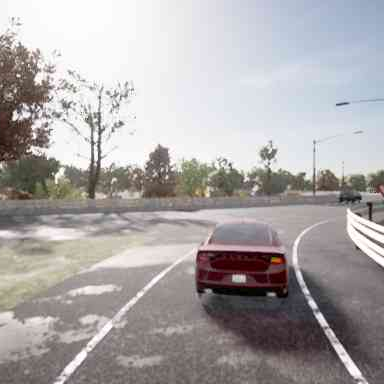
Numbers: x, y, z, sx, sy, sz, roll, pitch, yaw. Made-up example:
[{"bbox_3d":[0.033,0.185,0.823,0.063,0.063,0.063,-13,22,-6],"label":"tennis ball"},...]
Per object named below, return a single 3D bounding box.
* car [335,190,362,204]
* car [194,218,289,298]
[{"bbox_3d":[24.399,0.681,51.216,2.150,2.045,5.566,1,1,41],"label":"car"},{"bbox_3d":[1.319,1.396,8.463,1.882,1.535,5.008,0,1,11],"label":"car"}]
